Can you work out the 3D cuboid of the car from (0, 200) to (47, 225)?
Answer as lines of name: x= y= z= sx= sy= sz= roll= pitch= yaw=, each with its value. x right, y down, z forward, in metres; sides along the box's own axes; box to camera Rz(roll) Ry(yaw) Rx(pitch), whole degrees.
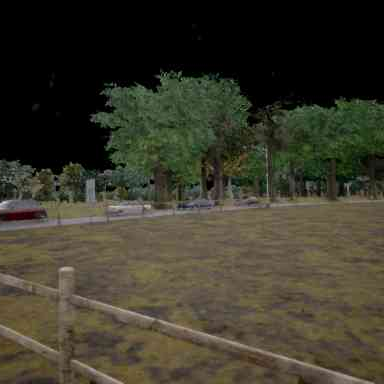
car: x=-12.676 y=1.359 z=23.277 sx=2.097 sy=1.767 sz=4.553 roll=-2 pitch=-1 yaw=34

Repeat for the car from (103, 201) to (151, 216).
car: x=-6.263 y=1.556 z=32.202 sx=1.895 sy=1.301 sz=4.718 roll=-2 pitch=-1 yaw=37

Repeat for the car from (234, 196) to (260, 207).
car: x=7.922 y=1.324 z=47.288 sx=4.674 sy=1.442 sz=1.812 roll=-1 pitch=-1 yaw=-41

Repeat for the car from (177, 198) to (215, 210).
car: x=0.579 y=1.431 z=40.344 sx=2.033 sy=1.411 sz=5.357 roll=-2 pitch=-1 yaw=43
